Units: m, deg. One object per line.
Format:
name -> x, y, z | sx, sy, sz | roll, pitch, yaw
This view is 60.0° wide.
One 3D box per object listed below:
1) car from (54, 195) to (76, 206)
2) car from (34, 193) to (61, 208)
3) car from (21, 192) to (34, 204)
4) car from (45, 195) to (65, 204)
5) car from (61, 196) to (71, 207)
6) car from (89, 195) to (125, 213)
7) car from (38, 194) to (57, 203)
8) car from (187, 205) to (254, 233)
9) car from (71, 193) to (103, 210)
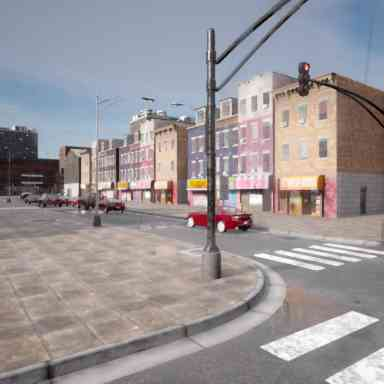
car -> -17.371, 1.136, 45.299 | 1.802, 1.307, 4.206 | 0, 0, -35
car -> -17.714, 0.936, 41.283 | 2.097, 1.767, 4.553 | 0, 1, -35
car -> -23.573, 1.046, 49.502 | 2.033, 1.411, 5.357 | 0, 1, -35
car -> -20.506, 1.090, 49.742 | 1.802, 1.307, 4.206 | 0, 0, -35
car -> -14.236, 1.183, 40.858 | 1.802, 1.307, 4.206 | 0, 0, -35
car -> -7.964, 1.244, 31.973 | 1.887, 1.381, 4.507 | 1, 0, -35
car -> -23.641, 1.014, 54.184 | 2.008, 1.369, 4.403 | 0, 0, -35
car -> 1.442, 1.403, 18.647 | 1.887, 1.381, 4.507 | 1, 0, -35
car -> -11.097, 0.964, 36.414 | 2.192, 1.841, 5.009 | 1, 0, -35
